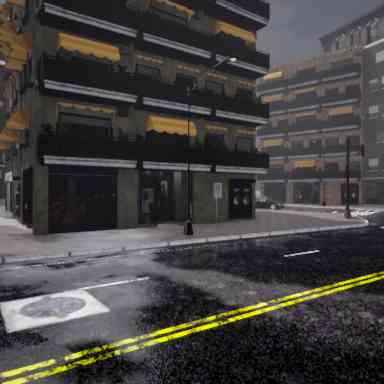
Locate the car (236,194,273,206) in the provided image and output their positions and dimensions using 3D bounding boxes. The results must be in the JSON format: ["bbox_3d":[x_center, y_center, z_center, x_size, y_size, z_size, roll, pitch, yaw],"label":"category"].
[{"bbox_3d":[8.324,1.069,44.206,4.403,1.369,2.008,1,0,38],"label":"car"}]

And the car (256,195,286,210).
[{"bbox_3d":[7.420,1.159,34.228,4.403,1.369,2.008,1,0,38],"label":"car"}]
